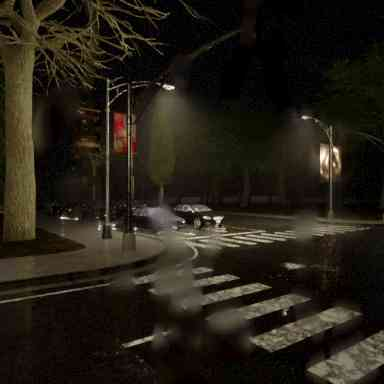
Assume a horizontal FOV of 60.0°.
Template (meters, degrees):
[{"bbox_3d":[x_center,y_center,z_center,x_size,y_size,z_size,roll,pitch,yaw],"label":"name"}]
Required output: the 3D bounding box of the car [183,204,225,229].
[{"bbox_3d":[0.166,1.568,22.319,2.128,1.511,4.902,0,0,-36],"label":"car"}]

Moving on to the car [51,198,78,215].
[{"bbox_3d":[-14.037,1.675,36.318,1.837,1.490,4.892,0,0,-36],"label":"car"}]

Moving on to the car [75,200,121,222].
[{"bbox_3d":[-7.941,1.677,27.926,1.994,1.385,4.181,0,0,-36],"label":"car"}]

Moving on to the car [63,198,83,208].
[{"bbox_3d":[-20.210,1.822,56.177,1.882,1.535,5.008,0,-1,-36],"label":"car"}]

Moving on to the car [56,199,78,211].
[{"bbox_3d":[-17.775,1.784,47.068,1.812,1.442,4.674,0,0,-36],"label":"car"}]

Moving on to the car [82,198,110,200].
[{"bbox_3d":[-11.161,1.742,37.893,1.994,1.385,4.181,0,0,-36],"label":"car"}]

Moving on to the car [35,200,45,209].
[{"bbox_3d":[-22.834,1.848,48.573,1.994,1.385,4.181,0,-1,-36],"label":"car"}]

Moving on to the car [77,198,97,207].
[{"bbox_3d":[-18.807,1.850,59.625,1.882,1.535,5.008,0,-1,-36],"label":"car"}]

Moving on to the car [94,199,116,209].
[{"bbox_3d":[-13.931,1.824,52.967,1.812,1.442,4.674,0,-1,-36],"label":"car"}]

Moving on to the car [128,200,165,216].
[{"bbox_3d":[-4.904,1.660,35.147,1.837,1.490,4.892,0,0,-36],"label":"car"}]

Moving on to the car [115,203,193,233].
[{"bbox_3d":[-2.509,1.614,20.450,2.033,1.411,5.357,0,0,-36],"label":"car"}]

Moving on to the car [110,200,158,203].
[{"bbox_3d":[-5.255,1.474,29.761,2.097,1.767,4.553,0,0,-36],"label":"car"}]
